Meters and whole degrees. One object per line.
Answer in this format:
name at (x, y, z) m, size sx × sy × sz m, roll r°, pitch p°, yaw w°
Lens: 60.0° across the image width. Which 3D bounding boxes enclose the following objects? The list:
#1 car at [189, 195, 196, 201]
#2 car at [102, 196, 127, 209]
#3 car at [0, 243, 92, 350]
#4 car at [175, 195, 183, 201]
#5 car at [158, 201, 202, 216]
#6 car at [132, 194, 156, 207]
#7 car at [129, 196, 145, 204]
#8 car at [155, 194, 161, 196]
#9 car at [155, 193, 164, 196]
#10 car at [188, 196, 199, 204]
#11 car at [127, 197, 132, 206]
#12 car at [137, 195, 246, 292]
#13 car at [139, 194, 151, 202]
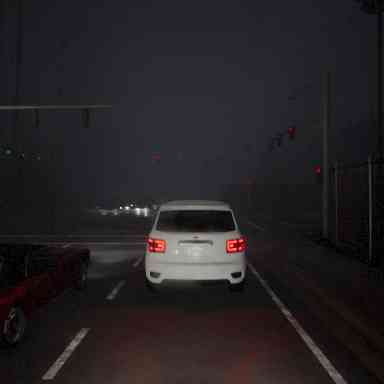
car at (0.173, 1.524, 86.152) m, size 1.812 × 1.442 × 4.674 m, roll 0°, pitch 0°, yaw 0°
car at (-10.505, 1.352, 44.595) m, size 2.097 × 1.767 × 4.553 m, roll 0°, pitch 0°, yaw 0°
car at (-3.430, 1.601, 6.173) m, size 1.895 × 1.301 × 4.718 m, roll 0°, pitch 0°, yaw 1°
car at (-3.327, 1.540, 86.037) m, size 2.033 × 1.411 × 5.357 m, roll 0°, pitch 0°, yaw 0°
car at (-1.128, 1.592, 32.677) m, size 4.181 × 1.385 × 1.994 m, roll 0°, pitch 0°, yaw 0°
car at (-6.989, 1.491, 48.983) m, size 2.128 × 1.511 × 4.902 m, roll 0°, pitch 0°, yaw 0°
car at (-10.424, 1.491, 63.140) m, size 2.128 × 1.511 × 4.902 m, roll 0°, pitch 0°, yaw 1°
car at (-6.959, 1.525, 58.242) m, size 1.812 × 1.442 × 4.674 m, roll 0°, pitch 0°, yaw 0°
car at (-6.862, 1.221, 68.956) m, size 2.150 × 2.045 × 5.566 m, roll 0°, pitch 0°, yaw 0°
car at (0.232, 1.491, 66.359) m, size 2.128 × 1.511 × 4.902 m, roll 0°, pitch 0°, yaw 0°
car at (-10.483, 1.491, 53.748) m, size 2.128 × 1.511 × 4.902 m, roll 0°, pitch 0°, yaw 0°
car at (0.090, 1.221, 9.097) m, size 2.150 × 2.045 × 5.566 m, roll 0°, pitch 0°, yaw 0°
car at (-10.353, 1.354, 73.188) m, size 2.097 × 1.767 × 4.553 m, roll 0°, pitch 0°, yaw 0°
